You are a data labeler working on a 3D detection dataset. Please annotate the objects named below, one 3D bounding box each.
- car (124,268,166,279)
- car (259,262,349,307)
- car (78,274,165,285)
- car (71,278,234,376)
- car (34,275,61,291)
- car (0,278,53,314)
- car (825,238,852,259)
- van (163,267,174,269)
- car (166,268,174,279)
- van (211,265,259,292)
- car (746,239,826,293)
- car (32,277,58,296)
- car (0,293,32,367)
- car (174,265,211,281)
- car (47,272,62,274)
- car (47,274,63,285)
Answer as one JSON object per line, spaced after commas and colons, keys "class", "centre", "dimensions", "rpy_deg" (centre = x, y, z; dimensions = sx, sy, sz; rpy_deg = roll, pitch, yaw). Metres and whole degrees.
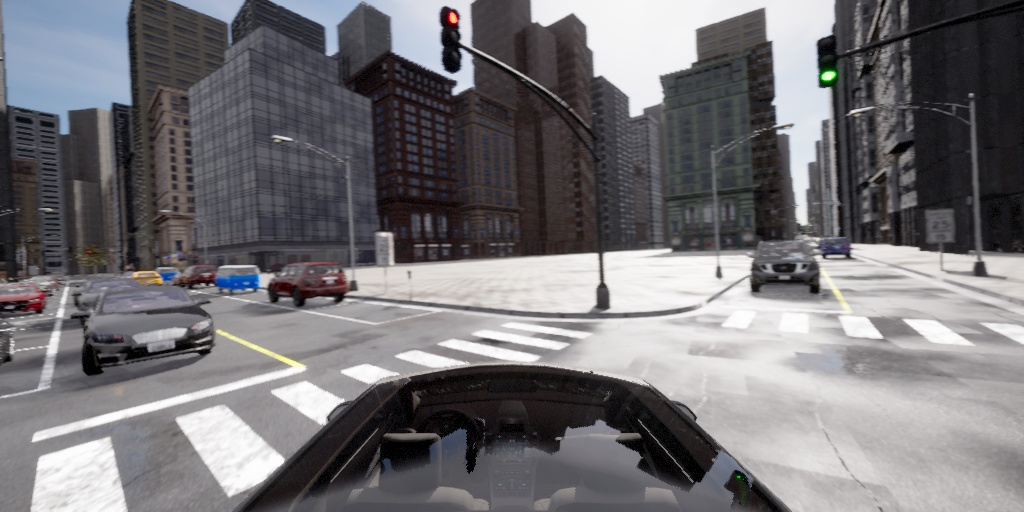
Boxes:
{"class": "car", "centre": [-34.057, 2.188, 33.219], "dimensions": [5.008, 1.535, 1.882], "rpy_deg": [-2, 1, 39]}
{"class": "car", "centre": [-9.444, 1.223, 16.552], "dimensions": [5.009, 1.841, 2.192], "rpy_deg": [0, 0, 39]}
{"class": "car", "centre": [-15.708, 1.682, 14.183], "dimensions": [4.902, 1.511, 2.128], "rpy_deg": [-2, 1, 39]}
{"class": "car", "centre": [-8.411, 1.466, 8.235], "dimensions": [4.902, 1.511, 2.128], "rpy_deg": [-2, 1, 40]}
{"class": "car", "centre": [-35.996, 2.413, 27.157], "dimensions": [4.403, 1.370, 2.007], "rpy_deg": [0, 0, 39]}
{"class": "car", "centre": [-23.291, 2.010, 16.829], "dimensions": [4.507, 1.381, 1.888], "rpy_deg": [0, 0, 39]}
{"class": "car", "centre": [32.442, -0.789, 35.989], "dimensions": [2.150, 2.045, 5.566], "rpy_deg": [-3, 0, 39]}
{"class": "van", "centre": [-39.091, 2.178, 40.655], "dimensions": [3.998, 1.789, 1.690], "rpy_deg": [0, 0, 39]}
{"class": "car", "centre": [-30.621, 2.112, 33.769], "dimensions": [4.403, 1.370, 2.007], "rpy_deg": [0, 0, 39]}
{"class": "van", "centre": [-17.915, 1.505, 23.439], "dimensions": [3.998, 1.789, 1.690], "rpy_deg": [0, 0, 39]}
{"class": "car", "centre": [11.496, 0.342, 15.304], "dimensions": [2.150, 2.045, 5.566], "rpy_deg": [-3, 0, 36]}
{"class": "car", "centre": [-27.526, 2.146, 20.271], "dimensions": [4.403, 1.370, 2.007], "rpy_deg": [0, 0, 39]}
{"class": "car", "centre": [-10.586, 1.634, 6.500], "dimensions": [4.403, 1.370, 2.007], "rpy_deg": [0, 0, 39]}
{"class": "car", "centre": [-26.386, 1.743, 30.325], "dimensions": [5.009, 1.841, 2.192], "rpy_deg": [0, 0, 39]}
{"class": "car", "centre": [-44.465, 2.577, 34.043], "dimensions": [4.097, 1.591, 1.967], "rpy_deg": [0, 0, 39]}
{"class": "car", "centre": [-40.231, 2.549, 30.600], "dimensions": [4.403, 1.370, 2.007], "rpy_deg": [0, 0, 39]}
